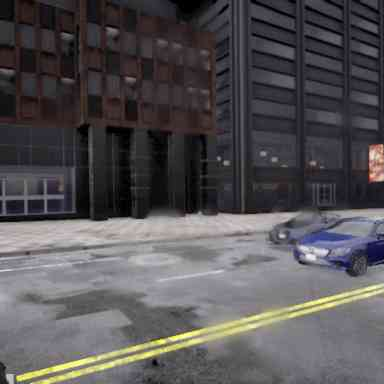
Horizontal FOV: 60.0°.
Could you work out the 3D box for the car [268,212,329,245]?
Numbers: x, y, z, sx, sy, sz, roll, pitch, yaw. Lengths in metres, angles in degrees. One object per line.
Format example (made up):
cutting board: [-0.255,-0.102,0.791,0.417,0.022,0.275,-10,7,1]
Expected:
car: [5.240,1.535,13.985,4.181,1.385,1.994,0,0,-31]

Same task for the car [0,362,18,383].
car: [-3.188,1.607,1.200,4.718,1.301,1.895,0,0,-31]

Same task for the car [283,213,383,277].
car: [5.222,1.502,10.197,4.674,1.442,1.812,0,0,-31]
